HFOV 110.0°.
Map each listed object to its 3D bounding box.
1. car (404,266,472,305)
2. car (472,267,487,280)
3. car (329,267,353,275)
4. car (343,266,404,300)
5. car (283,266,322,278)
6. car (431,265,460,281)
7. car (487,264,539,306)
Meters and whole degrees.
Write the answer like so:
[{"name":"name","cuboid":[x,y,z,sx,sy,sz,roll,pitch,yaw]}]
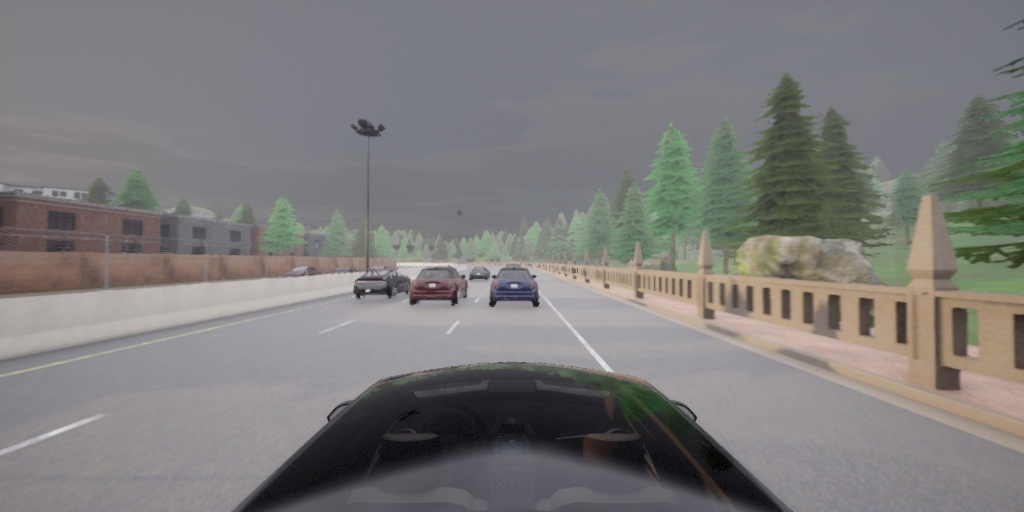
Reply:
[{"name":"car","cuboid":[-3.402,1.320,17.472,2.097,1.767,4.553,0,-1,0]},{"name":"car","cuboid":[-3.405,1.827,38.540,1.994,1.385,4.181,0,-1,0]},{"name":"car","cuboid":[-17.592,1.818,37.969,1.994,1.385,4.181,0,-1,0]},{"name":"car","cuboid":[-6.902,1.491,19.606,2.128,1.511,4.902,0,-1,0]},{"name":"car","cuboid":[-21.094,1.758,36.410,1.812,1.442,4.674,0,-1,0]},{"name":"car","cuboid":[-6.905,1.745,37.822,2.128,1.511,4.902,0,-1,0]},{"name":"car","cuboid":[0.098,1.316,17.164,2.097,1.767,4.553,0,-1,0]}]
